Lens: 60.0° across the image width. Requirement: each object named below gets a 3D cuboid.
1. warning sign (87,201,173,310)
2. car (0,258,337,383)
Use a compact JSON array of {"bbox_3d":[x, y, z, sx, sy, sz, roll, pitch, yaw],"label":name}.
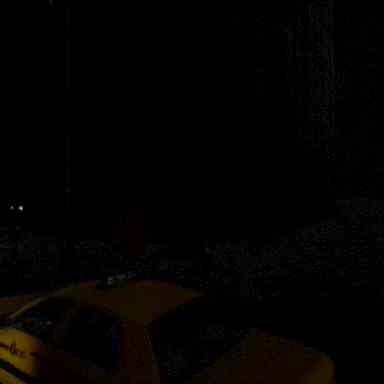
[{"bbox_3d":[-1.212,1.131,6.655,1.060,1.860,1.300,0,0,35],"label":"warning sign"},{"bbox_3d":[-0.990,1.535,3.673,4.829,1.417,1.752,0,0,35],"label":"car"}]
